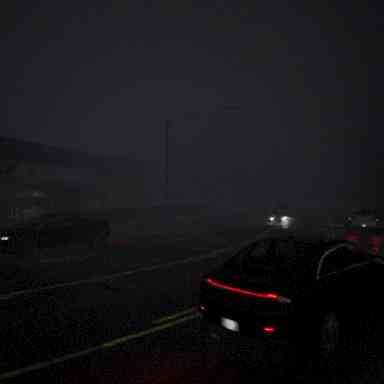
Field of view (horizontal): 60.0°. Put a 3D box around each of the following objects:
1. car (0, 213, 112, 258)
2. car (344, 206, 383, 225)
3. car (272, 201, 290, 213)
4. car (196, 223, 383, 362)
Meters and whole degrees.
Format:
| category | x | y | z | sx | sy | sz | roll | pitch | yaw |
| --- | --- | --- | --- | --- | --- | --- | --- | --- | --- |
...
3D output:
| category | x | y | z | sx | sy | sz | roll | pitch | yaw |
| --- | --- | --- | --- | --- | --- | --- | --- | --- | --- |
| car | -5.622 | 1.616 | 13.480 | 2.128 | 1.511 | 4.902 | 0 | -1 | 41 |
| car | 10.962 | 1.760 | 21.590 | 1.812 | 1.442 | 4.674 | 0 | -1 | 23 |
| car | 11.051 | 1.827 | 41.092 | 1.895 | 1.301 | 4.718 | 0 | -1 | 21 |
| car | 2.203 | 1.557 | 6.130 | 2.128 | 1.511 | 4.902 | 0 | -1 | 45 |
